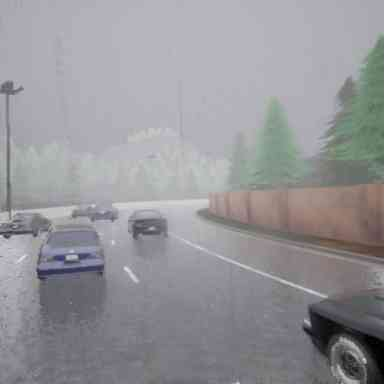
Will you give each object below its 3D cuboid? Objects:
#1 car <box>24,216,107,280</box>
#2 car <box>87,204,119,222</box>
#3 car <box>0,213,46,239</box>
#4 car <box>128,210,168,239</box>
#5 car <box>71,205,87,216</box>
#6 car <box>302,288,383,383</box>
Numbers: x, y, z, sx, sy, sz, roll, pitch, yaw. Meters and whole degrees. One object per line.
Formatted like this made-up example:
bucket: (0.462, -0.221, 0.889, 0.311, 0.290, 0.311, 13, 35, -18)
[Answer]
car: (-3.847, 1.749, 10.825, 2.033, 1.411, 5.357, -1, -1, -19)
car: (-8.189, 1.883, 31.566, 2.097, 1.767, 4.553, -1, -1, -6)
car: (-10.131, 1.981, 20.641, 2.033, 1.411, 5.357, -1, -1, -12)
car: (-2.656, 1.763, 19.492, 1.882, 1.535, 5.008, -1, -1, -14)
car: (-12.078, 2.224, 37.760, 2.033, 1.411, 5.357, -1, -1, -2)
car: (3.200, 1.578, 2.719, 1.895, 1.301, 4.718, -1, -1, -25)
